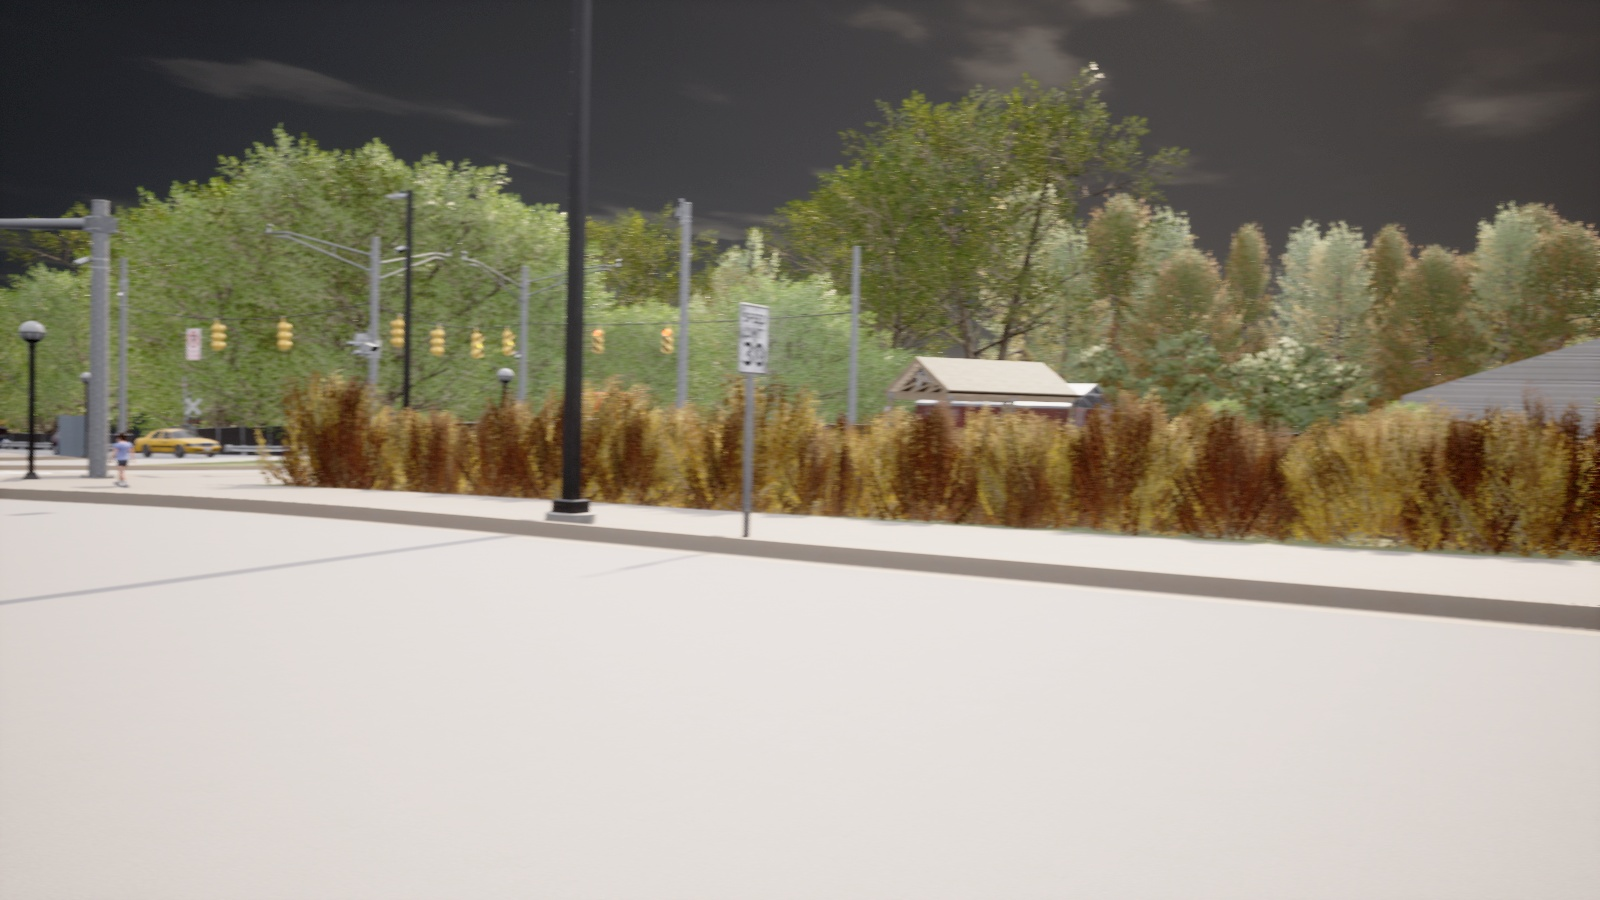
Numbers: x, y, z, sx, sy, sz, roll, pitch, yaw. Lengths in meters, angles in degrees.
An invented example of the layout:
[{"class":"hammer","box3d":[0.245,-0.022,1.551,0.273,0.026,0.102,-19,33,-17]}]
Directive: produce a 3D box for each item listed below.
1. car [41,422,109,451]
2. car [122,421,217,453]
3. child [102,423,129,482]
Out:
[{"class":"car","box3d":[-39.388,-0.753,68.225,3.633,1.501,1.845,1,2,35]},{"class":"car","box3d":[-31.720,-0.676,63.146,5.366,1.575,1.801,1,2,33]},{"class":"child","box3d":[-13.158,0.053,24.138,0.394,1.110,0.255,3,2,28]}]
